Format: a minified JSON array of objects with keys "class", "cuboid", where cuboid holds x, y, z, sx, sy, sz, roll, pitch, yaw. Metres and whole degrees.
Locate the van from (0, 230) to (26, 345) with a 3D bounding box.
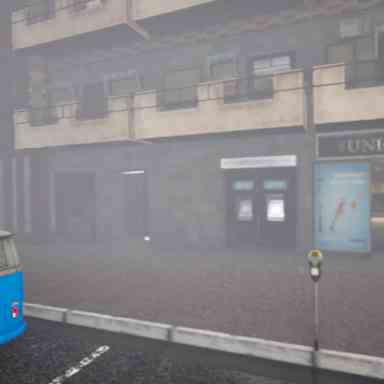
[{"class":"van","cuboid":[-4.259,1.365,4.601,3.998,1.788,1.690,-1,1,23]}]
